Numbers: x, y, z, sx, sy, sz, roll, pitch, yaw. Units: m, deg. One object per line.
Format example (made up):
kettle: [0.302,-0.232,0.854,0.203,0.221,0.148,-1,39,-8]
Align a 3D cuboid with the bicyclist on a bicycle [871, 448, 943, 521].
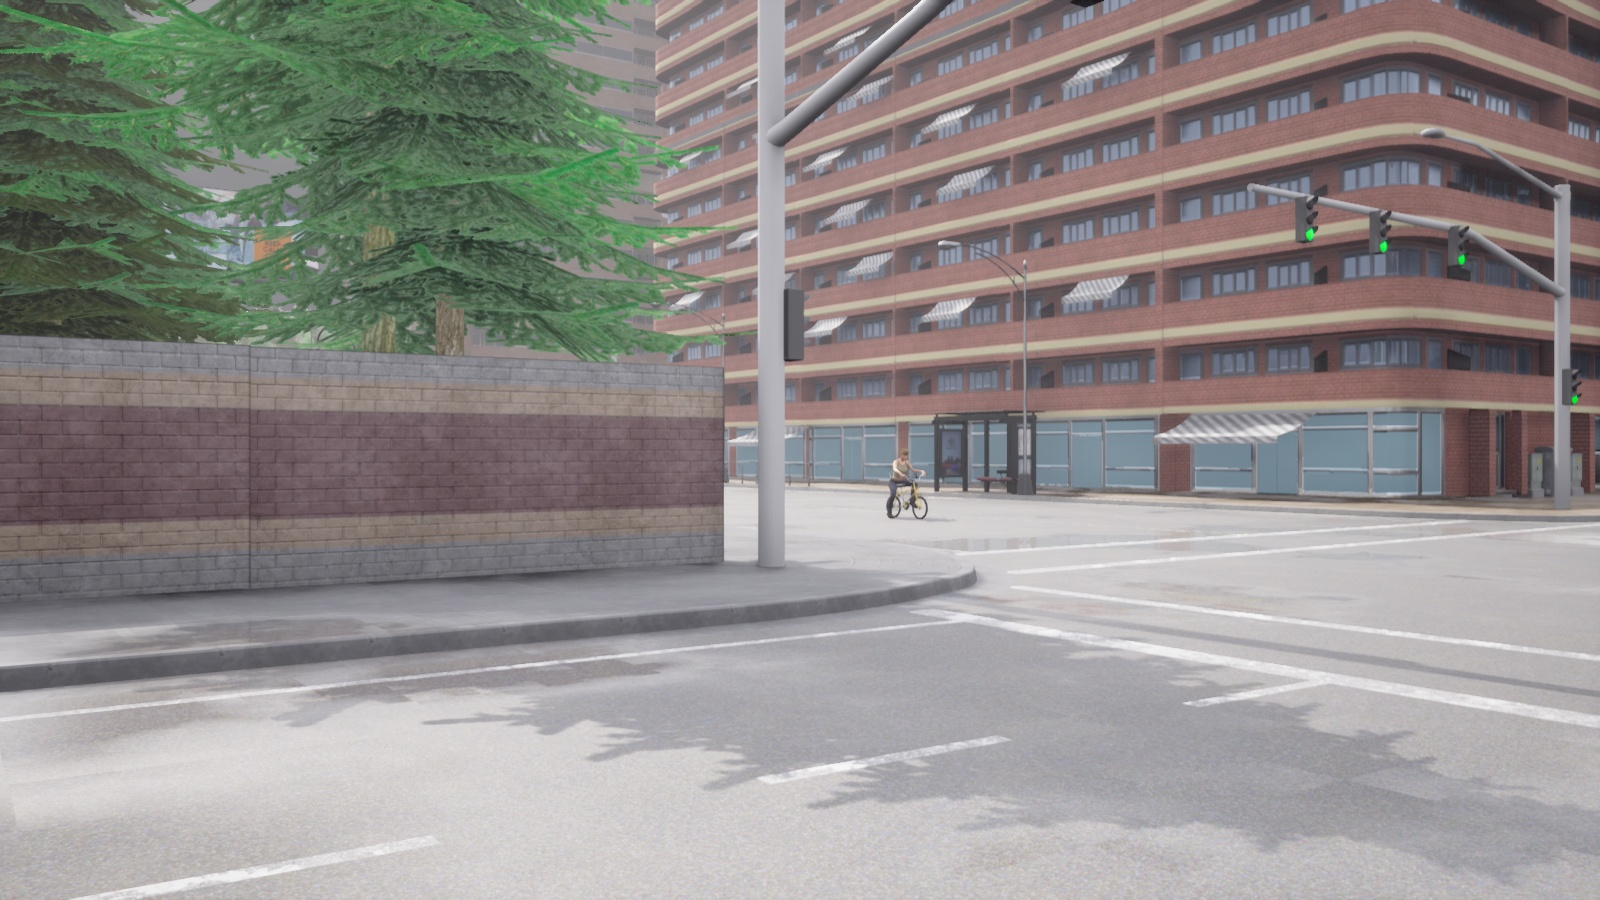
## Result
bicyclist on a bicycle: [2.440,0.765,28.703,0.866,1.612,1.509,0,0,-34]
